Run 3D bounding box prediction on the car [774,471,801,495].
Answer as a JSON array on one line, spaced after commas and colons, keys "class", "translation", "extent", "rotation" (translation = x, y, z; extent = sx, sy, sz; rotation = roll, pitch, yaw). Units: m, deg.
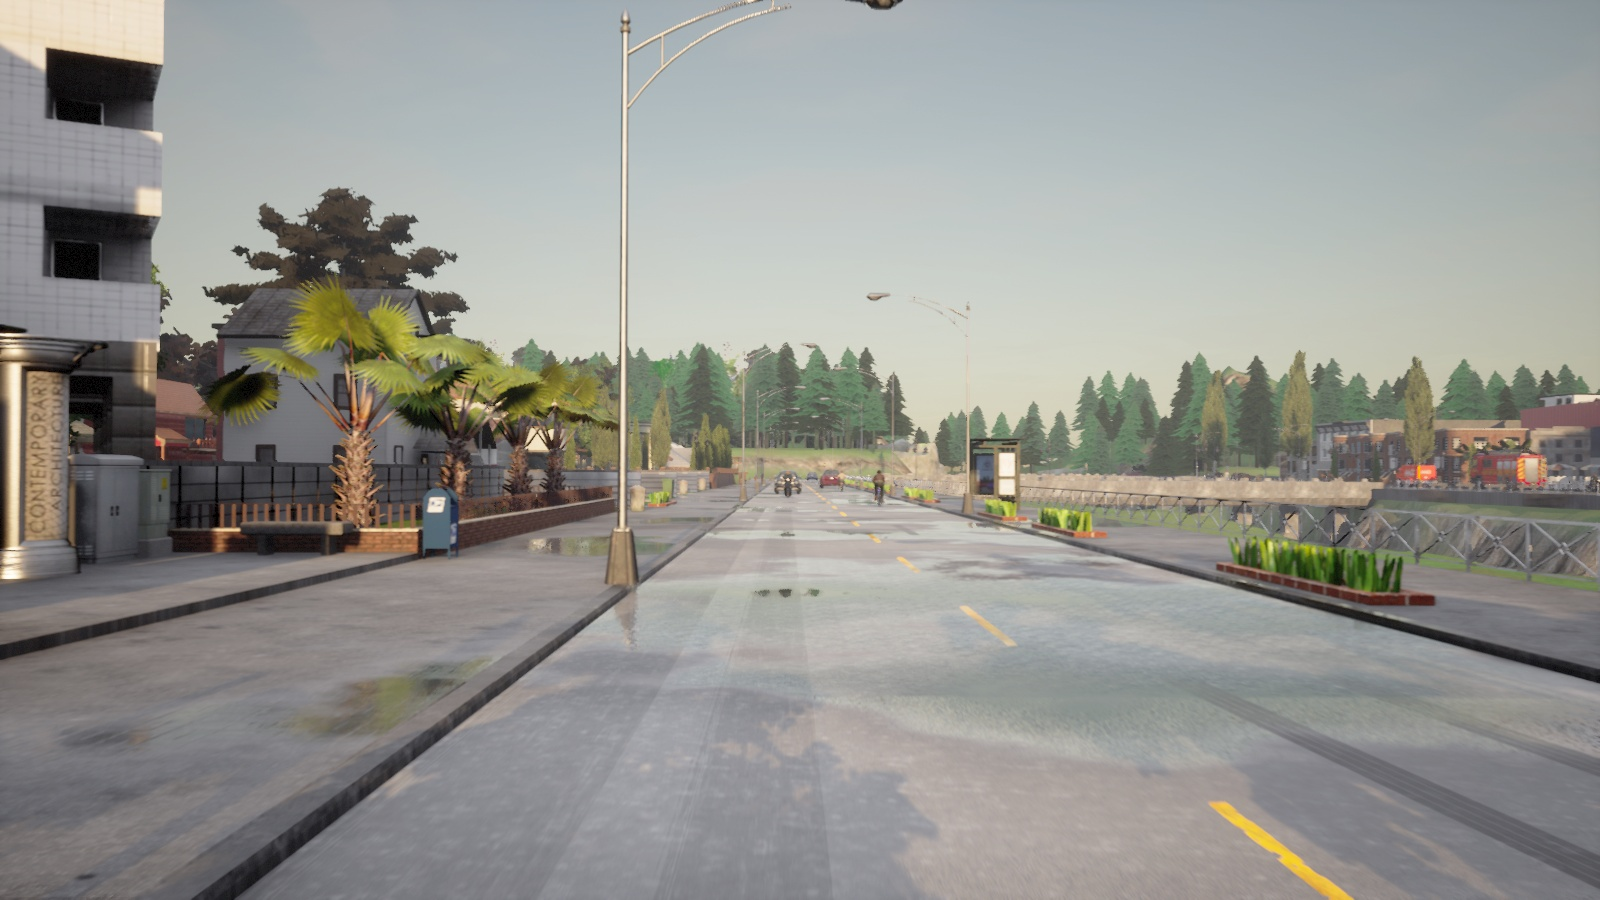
[{"class": "car", "translation": [-0.826, 2.222, 85.114], "extent": [1.789, 1.549, 3.705], "rotation": [0, -1, -1]}]
